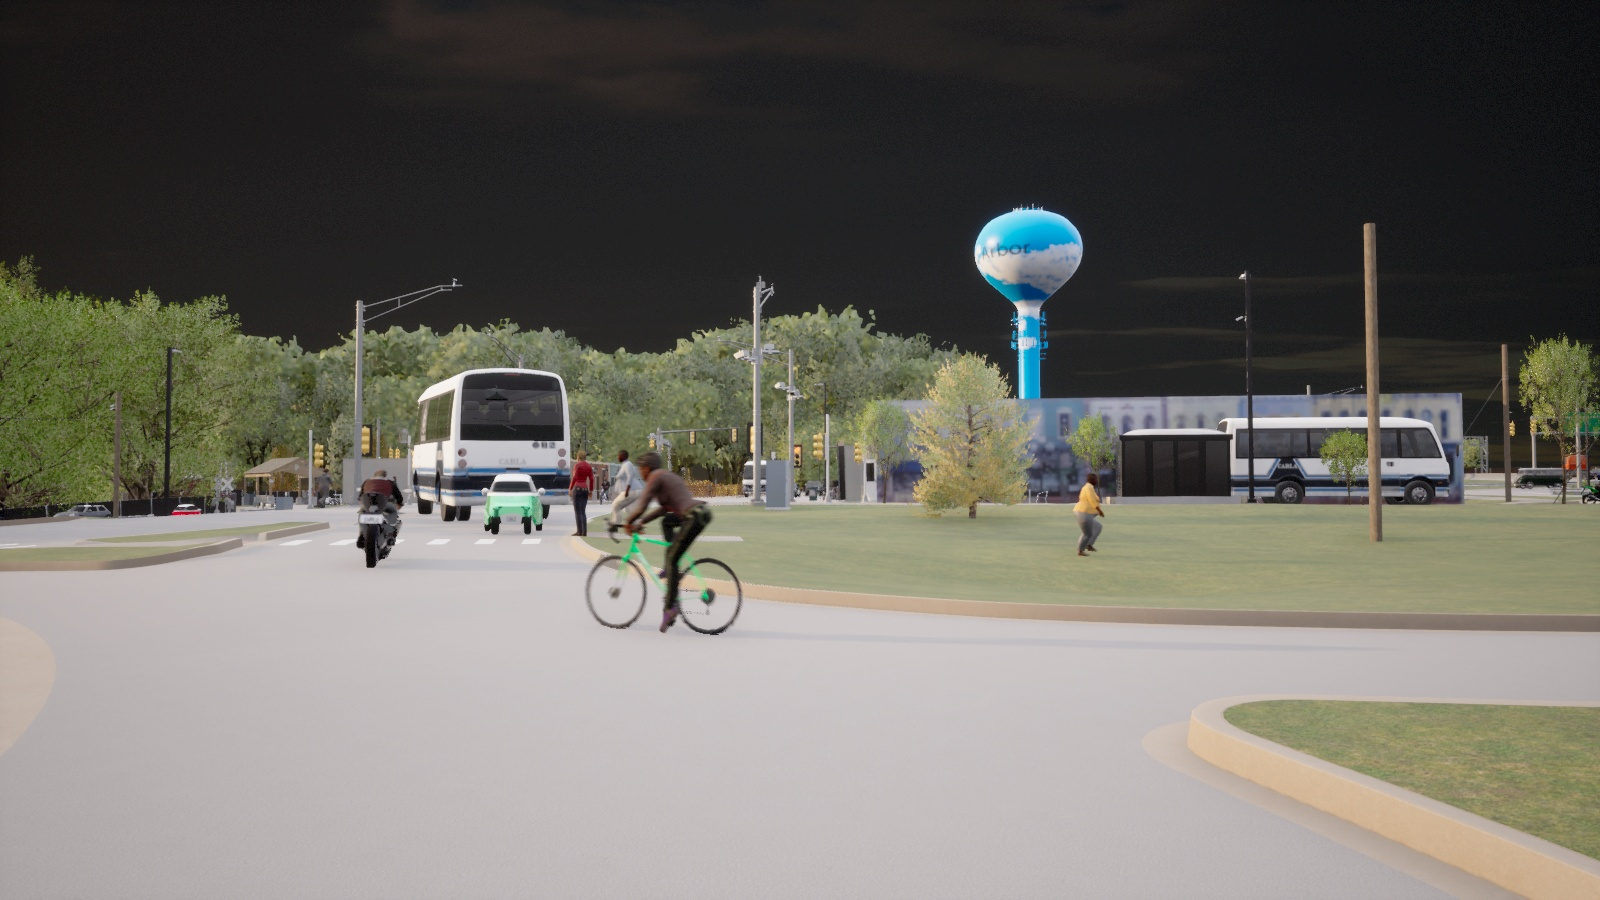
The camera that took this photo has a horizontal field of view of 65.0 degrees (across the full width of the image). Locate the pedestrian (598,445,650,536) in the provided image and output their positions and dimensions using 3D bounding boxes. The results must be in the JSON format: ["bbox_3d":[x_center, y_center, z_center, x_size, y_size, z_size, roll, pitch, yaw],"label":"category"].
[{"bbox_3d":[-3.651,0.854,26.109,0.900,1.855,0.874,0,-3,5],"label":"pedestrian"}]

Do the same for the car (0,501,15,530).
[{"bbox_3d":[-52.331,4.214,79.895,1.905,1.878,3.866,-1,-1,14],"label":"car"}]

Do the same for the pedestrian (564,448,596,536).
[{"bbox_3d":[-4.633,0.887,26.489,0.636,1.846,0.331,-2,-3,42],"label":"pedestrian"}]

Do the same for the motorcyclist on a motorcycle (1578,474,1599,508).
[{"bbox_3d":[36.388,1.853,56.623,2.044,1.523,0.797,-2,-3,21],"label":"motorcyclist on a motorcycle"}]

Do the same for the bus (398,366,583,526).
[{"bbox_3d":[-9.863,-0.054,38.899,3.944,4.253,10.273,0,-1,-23],"label":"bus"}]

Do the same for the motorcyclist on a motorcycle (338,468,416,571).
[{"bbox_3d":[-6.695,1.067,19.974,0.866,1.530,2.191,2,-1,-12],"label":"motorcyclist on a motorcycle"}]

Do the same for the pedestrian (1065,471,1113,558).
[{"bbox_3d":[6.310,1.409,27.439,0.900,1.855,0.874,0,-3,5],"label":"pedestrian"}]

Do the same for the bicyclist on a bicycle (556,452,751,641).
[{"bbox_3d":[-1.329,0.843,11.359,1.656,1.620,0.582,0,-3,25],"label":"bicyclist on a bicycle"}]

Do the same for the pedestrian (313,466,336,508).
[{"bbox_3d":[-22.153,1.743,58.514,0.659,1.952,0.873,0,-3,7],"label":"pedestrian"}]

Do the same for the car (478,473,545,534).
[{"bbox_3d":[-6.780,1.233,29.650,1.481,1.376,2.207,0,-1,-11],"label":"car"}]

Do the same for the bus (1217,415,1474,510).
[{"bbox_3d":[25.263,0.647,58.802,10.273,4.253,3.944,0,-3,8],"label":"bus"}]
